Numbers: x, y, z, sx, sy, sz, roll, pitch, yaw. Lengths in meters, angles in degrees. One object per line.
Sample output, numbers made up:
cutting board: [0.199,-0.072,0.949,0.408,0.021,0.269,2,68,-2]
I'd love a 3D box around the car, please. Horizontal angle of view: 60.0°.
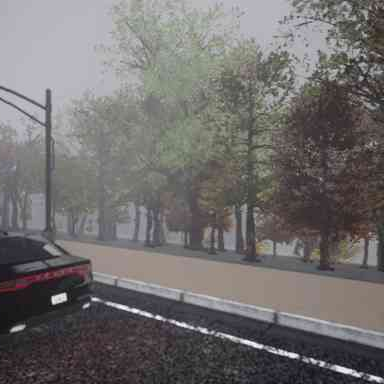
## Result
car: [-4.065,1.497,6.562,5.008,1.535,1.882,0,0,35]
